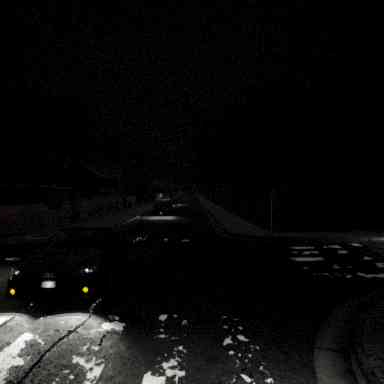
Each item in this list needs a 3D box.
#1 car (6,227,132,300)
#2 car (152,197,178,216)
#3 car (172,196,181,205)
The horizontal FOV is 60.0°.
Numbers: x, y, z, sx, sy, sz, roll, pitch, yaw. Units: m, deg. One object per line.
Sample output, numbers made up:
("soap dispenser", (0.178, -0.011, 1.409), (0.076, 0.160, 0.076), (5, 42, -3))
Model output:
("car", (-2.787, 1.602, 8.432), (1.994, 1.385, 4.181), (-1, 0, 0))
("car", (-2.823, 1.542, 32.880), (2.033, 1.411, 5.357), (0, 0, 0))
("car", (-2.880, 1.438, 58.662), (1.812, 1.442, 4.674), (0, 0, 0))
